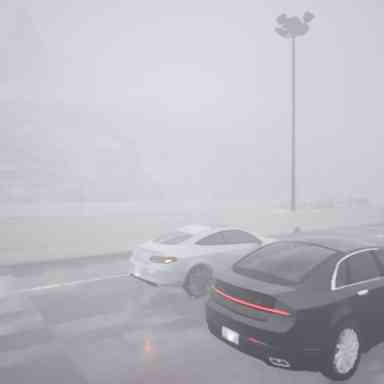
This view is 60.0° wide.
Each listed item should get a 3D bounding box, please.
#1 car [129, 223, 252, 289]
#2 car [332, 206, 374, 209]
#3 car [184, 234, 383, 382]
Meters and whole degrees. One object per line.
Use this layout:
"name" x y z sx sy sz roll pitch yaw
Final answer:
"car" 0.698 1.526 8.544 4.674 1.442 1.812 0 0 -35
"car" 15.739 1.354 32.406 4.553 1.767 2.097 0 0 -35
"car" 2.443 1.505 5.487 4.892 1.490 1.837 0 0 -36
